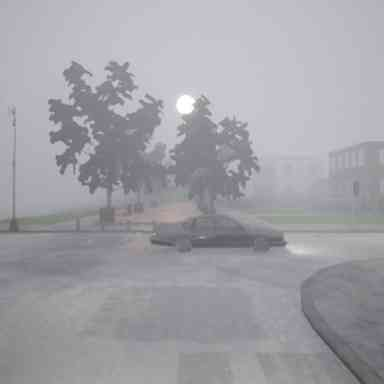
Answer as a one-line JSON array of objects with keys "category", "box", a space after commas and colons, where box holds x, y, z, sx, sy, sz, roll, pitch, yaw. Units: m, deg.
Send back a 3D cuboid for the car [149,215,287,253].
[{"category": "car", "box": [0.990, 1.638, 13.554, 5.357, 1.411, 2.033, 0, 0, 0]}]
